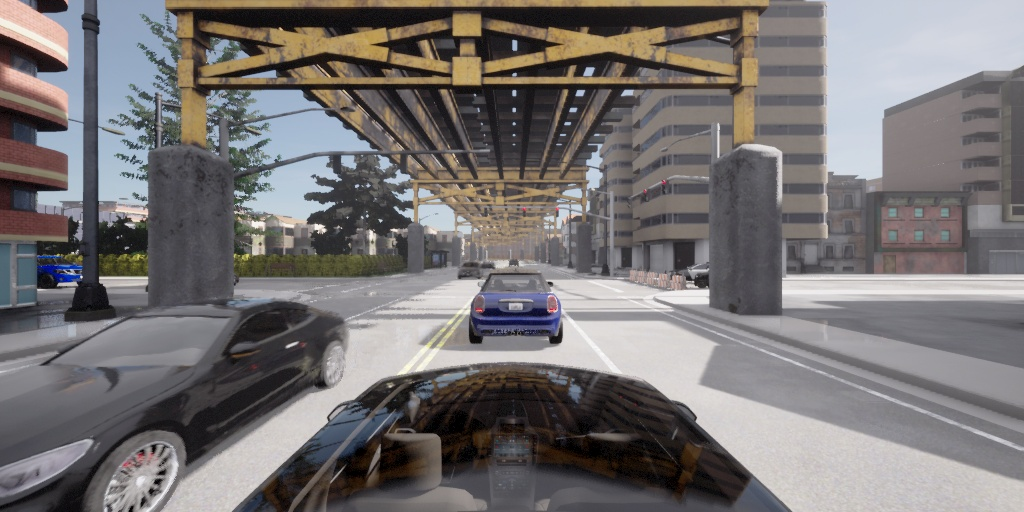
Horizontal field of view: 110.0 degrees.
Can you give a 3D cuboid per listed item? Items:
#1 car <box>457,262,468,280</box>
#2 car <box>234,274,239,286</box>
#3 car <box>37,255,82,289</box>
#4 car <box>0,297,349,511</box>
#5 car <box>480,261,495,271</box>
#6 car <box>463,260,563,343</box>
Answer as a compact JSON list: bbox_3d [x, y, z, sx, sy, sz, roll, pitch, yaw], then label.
[{"bbox_3d":[-3.498,1.255,30.810,1.837,1.490,4.892,0,0,0],"label":"car"},{"bbox_3d":[-19.785,1.276,22.452,4.674,1.442,1.812,0,0,0],"label":"car"},{"bbox_3d":[-29.647,0.971,22.512,5.566,2.045,2.150,0,0,0],"label":"car"},{"bbox_3d":[-3.594,1.276,4.184,1.812,1.442,4.674,0,0,0],"label":"car"},{"bbox_3d":[-3.413,1.350,50.725,1.895,1.301,4.718,0,0,0],"label":"car"},{"bbox_3d":[0.102,1.102,9.794,2.097,1.767,4.553,0,0,1],"label":"car"}]
